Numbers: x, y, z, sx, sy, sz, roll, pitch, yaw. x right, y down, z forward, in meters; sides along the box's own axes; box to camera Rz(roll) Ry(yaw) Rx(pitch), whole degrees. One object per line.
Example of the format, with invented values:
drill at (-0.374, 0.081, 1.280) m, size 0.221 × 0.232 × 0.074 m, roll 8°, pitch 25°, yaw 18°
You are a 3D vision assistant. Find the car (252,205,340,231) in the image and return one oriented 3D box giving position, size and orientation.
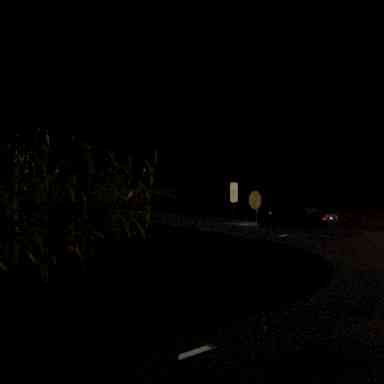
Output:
car at (6.253, 1.522, 20.559) m, size 2.033 × 1.411 × 5.357 m, roll -1°, pitch 1°, yaw -37°
